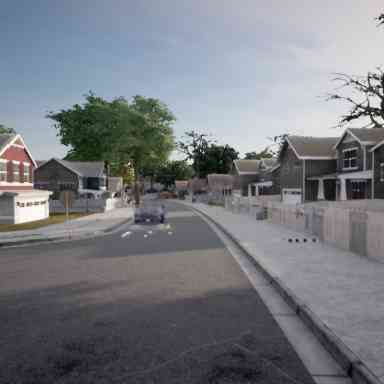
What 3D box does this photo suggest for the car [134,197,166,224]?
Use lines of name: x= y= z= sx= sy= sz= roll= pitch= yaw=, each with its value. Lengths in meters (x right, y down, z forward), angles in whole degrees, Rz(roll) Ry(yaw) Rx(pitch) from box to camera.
car: x=-3.087 y=1.364 z=25.035 sx=2.097 sy=1.767 sz=4.553 roll=0 pitch=0 yaw=-3

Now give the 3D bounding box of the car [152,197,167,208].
car: x=-4.987 y=1.579 z=50.494 sx=2.128 sy=1.511 sz=4.902 roll=0 pitch=0 yaw=-6
